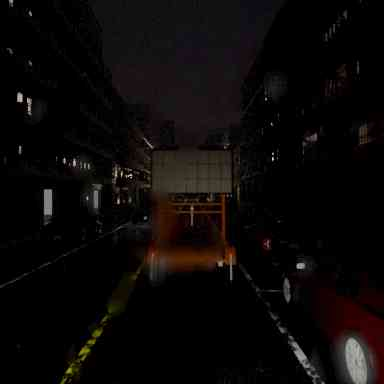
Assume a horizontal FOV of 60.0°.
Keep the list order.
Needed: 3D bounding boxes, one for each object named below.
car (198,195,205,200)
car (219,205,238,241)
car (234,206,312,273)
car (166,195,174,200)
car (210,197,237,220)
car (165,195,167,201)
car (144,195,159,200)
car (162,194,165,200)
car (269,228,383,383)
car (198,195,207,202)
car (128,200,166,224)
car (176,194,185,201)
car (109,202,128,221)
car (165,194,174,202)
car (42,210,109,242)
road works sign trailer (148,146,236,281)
[{"bbox_3d":[2.564,1.516,89.586,1.887,1.381,4.507,0,0,0],"label":"car"},{"bbox_3d":[2.669,1.550,16.313,2.008,1.369,4.403,0,0,0],"label":"car"},{"bbox_3d":[2.677,1.440,10.677,1.967,1.590,4.097,0,0,0],"label":"car"},{"bbox_3d":[-5.816,1.516,89.579,1.887,1.381,4.507,0,0,0],"label":"car"},{"bbox_3d":[2.654,1.312,27.586,2.192,1.841,5.009,0,0,0],"label":"car"},{"bbox_3d":[-5.769,1.570,55.760,1.802,1.307,4.206,0,0,0],"label":"car"},{"bbox_3d":[-5.752,1.432,44.487,1.967,1.590,4.097,0,0,0],"label":"car"},{"bbox_3d":[-5.759,1.305,50.124,2.192,1.841,5.009,0,0,0],"label":"car"},{"bbox_3d":[2.685,1.545,5.040,1.887,1.381,4.507,0,0,0],"label":"car"},{"bbox_3d":[2.580,1.503,78.483,1.752,1.417,4.829,0,0,0],"label":"car"},{"bbox_3d":[-3.135,1.562,24.394,1.994,1.385,4.181,0,0,0],"label":"car"},{"bbox_3d":[-3.123,1.196,86.308,2.150,2.045,5.566,0,0,0],"label":"car"},{"bbox_3d":[-5.728,1.523,27.407,1.752,1.417,4.829,0,0,0],"label":"car"},{"bbox_3d":[-5.799,1.292,78.305,2.192,1.841,5.009,0,0,0],"label":"car"},{"bbox_3d":[-5.712,1.565,16.304,1.947,1.339,4.313,0,0,0],"label":"car"},{"bbox_3d":[0.001,0.464,9.822,2.380,3.560,2.880,0,0,0],"label":"road works sign trailer"}]
